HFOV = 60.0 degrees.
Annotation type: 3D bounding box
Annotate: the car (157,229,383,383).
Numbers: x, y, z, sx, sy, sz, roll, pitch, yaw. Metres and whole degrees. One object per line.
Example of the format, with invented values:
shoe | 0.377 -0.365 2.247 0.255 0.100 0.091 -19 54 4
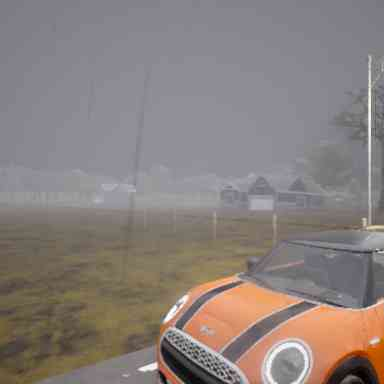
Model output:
car | 1.819 1.360 4.324 4.553 1.767 2.097 0 0 -35
